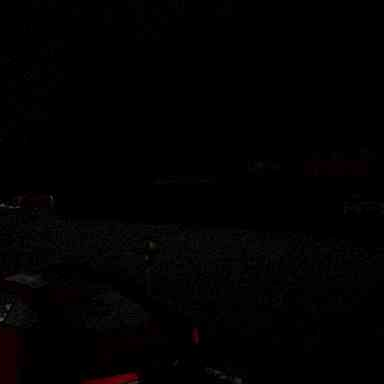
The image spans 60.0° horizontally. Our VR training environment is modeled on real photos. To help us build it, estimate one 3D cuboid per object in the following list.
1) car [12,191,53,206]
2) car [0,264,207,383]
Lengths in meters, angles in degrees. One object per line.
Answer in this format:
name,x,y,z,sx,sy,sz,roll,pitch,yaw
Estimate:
car,-19.795,0.764,41.361,2.097,1.767,4.553,1,2,35
car,-1.791,1.581,4.077,4.206,1.307,1.802,0,1,36
